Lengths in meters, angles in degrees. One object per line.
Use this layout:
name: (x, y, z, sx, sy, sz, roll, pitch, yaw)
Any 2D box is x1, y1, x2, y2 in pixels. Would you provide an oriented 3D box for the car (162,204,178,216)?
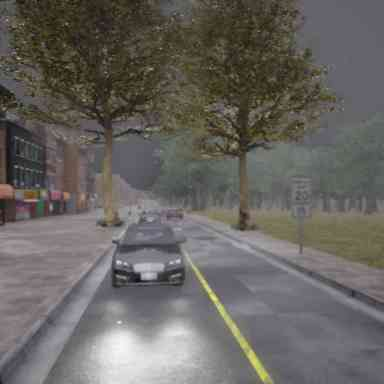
car: (-3.393, 2.694, 50.229, 2.097, 1.767, 4.553, 0, -2, -7)

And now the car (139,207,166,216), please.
car: (-3.782, 2.262, 30.296, 2.128, 1.511, 4.902, 0, -2, -7)

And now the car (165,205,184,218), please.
car: (-2.088, 2.538, 40.157, 2.128, 1.511, 4.902, 0, -2, -7)

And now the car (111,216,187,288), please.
car: (-1.277, 1.716, 10.054, 2.128, 1.511, 4.902, 0, -1, -7)
